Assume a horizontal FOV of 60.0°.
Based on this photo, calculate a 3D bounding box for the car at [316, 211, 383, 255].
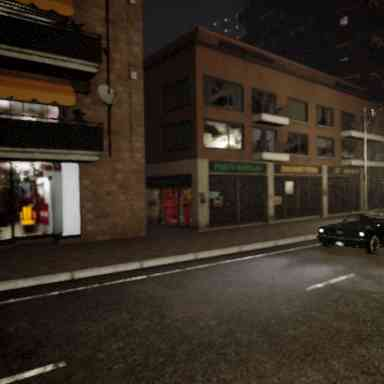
[{"bbox_3d":[6.846,1.442,12.803,4.718,1.301,1.895,-1,0,-37],"label":"car"}]
